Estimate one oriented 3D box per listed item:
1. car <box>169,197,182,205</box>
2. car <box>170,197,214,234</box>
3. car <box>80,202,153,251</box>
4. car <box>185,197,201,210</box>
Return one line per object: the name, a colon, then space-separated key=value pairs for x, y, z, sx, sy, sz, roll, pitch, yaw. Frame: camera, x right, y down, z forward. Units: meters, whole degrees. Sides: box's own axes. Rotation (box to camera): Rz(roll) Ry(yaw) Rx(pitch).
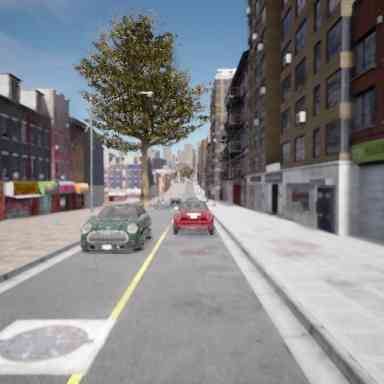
car: x=-2.794 y=1.550 z=58.268 sx=2.033 sy=1.411 sz=5.357 roll=0 pitch=0 yaw=0
car: x=0.085 y=1.233 z=18.550 sx=2.097 sy=1.767 sz=4.553 roll=0 pitch=0 yaw=0
car: x=-2.860 y=1.255 z=13.432 sx=2.097 sy=1.767 sz=4.553 roll=0 pitch=0 yaw=0
car: x=0.070 y=1.391 z=40.853 sx=1.837 sy=1.490 sz=4.892 roll=0 pitch=0 yaw=0
